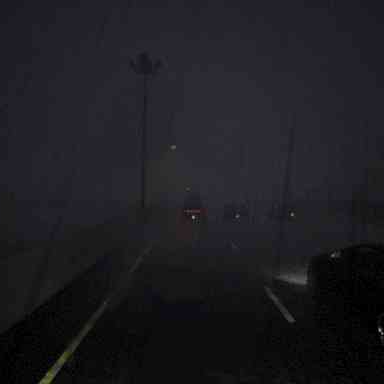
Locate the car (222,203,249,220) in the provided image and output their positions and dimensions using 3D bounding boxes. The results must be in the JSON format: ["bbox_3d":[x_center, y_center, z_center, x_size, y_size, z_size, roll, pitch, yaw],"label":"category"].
[{"bbox_3d":[3.604,1.622,28.433,1.895,1.301,4.718,0,0,0],"label":"car"}]

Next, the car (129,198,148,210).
[{"bbox_3d":[-7.061,1.504,44.053,1.882,1.535,5.008,0,-1,0],"label":"car"}]

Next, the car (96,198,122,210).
[{"bbox_3d":[-10.564,1.502,43.551,1.882,1.535,5.008,0,0,0],"label":"car"}]

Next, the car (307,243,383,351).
[{"bbox_3d":[3.602,1.584,5.919,1.994,1.385,4.181,0,0,0],"label":"car"}]

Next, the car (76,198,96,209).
[{"bbox_3d":[-14.055,1.559,45.087,1.812,1.442,4.674,0,-1,0],"label":"car"}]

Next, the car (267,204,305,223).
[{"bbox_3d":[7.104,1.585,25.522,1.994,1.385,4.181,0,0,0],"label":"car"}]

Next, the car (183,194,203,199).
[{"bbox_3d":[0.106,1.247,40.528,2.150,2.045,5.566,0,0,0],"label":"car"}]

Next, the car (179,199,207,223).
[{"bbox_3d":[0.103,1.525,25.643,1.837,1.490,4.892,0,0,0],"label":"car"}]
